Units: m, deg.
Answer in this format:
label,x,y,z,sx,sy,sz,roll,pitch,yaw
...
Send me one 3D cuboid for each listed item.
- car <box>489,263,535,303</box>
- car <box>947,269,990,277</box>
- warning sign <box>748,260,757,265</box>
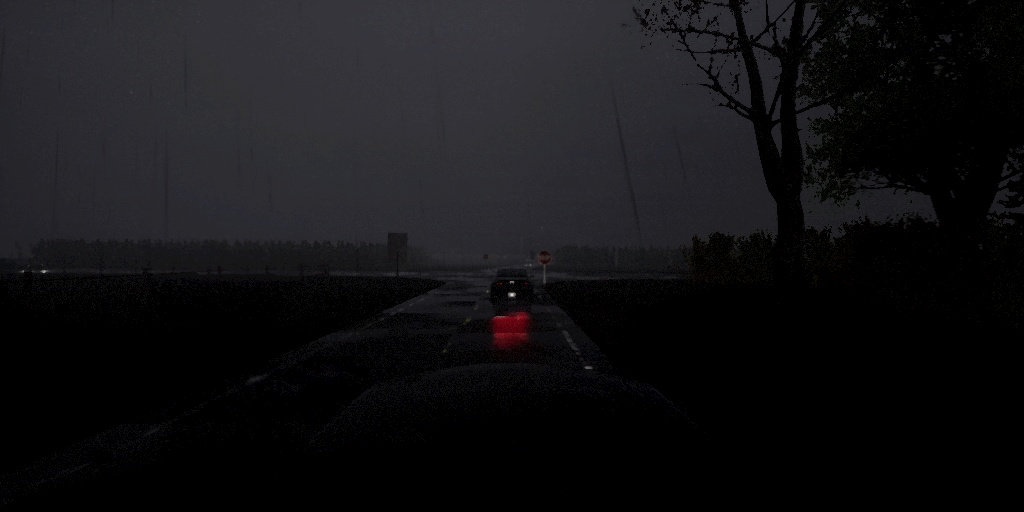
label,x,y,z,sx,sy,sz,roll,pitch,yaw
car,0.000,1.268,16.500,1.837,1.490,4.892,0,0,0
car,42.976,1.388,32.743,4.553,1.767,2.097,0,0,7
warning sign,21.171,0.999,31.520,1.060,1.860,1.300,0,0,5
